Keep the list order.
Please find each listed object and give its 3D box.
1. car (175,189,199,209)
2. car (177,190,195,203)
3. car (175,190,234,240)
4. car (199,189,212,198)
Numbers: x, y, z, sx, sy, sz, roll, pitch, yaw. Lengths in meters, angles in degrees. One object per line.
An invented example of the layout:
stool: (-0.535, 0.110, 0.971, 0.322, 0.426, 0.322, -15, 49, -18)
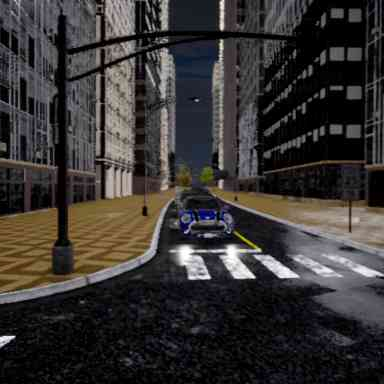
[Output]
car: (-0.505, 0.582, 32.225, 2.097, 1.767, 4.553, 0, 1, -2)
car: (-0.743, 0.489, 42.602, 2.128, 1.511, 4.902, 0, 1, -1)
car: (0.442, 0.970, 14.513, 2.097, 1.767, 4.553, 0, 1, -4)
car: (2.269, 0.233, 57.086, 2.033, 1.411, 5.357, 0, 1, 1)
